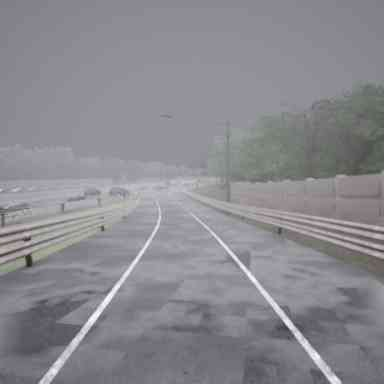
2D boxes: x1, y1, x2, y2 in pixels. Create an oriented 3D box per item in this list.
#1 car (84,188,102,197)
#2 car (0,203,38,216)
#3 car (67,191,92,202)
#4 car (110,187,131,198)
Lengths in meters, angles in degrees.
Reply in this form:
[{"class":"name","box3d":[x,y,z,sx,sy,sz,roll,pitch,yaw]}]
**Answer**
[{"class":"car","box3d":[-22.374,0.062,74.928,2.150,2.045,5.566,0,3,11]},{"class":"car","box3d":[-21.440,2.110,41.814,1.837,1.490,4.892,0,3,11]},{"class":"car","box3d":[-21.235,1.102,61.976,1.895,1.301,4.718,0,3,11]},{"class":"car","box3d":[-15.493,0.102,73.645,2.150,2.045,5.566,0,3,11]}]
